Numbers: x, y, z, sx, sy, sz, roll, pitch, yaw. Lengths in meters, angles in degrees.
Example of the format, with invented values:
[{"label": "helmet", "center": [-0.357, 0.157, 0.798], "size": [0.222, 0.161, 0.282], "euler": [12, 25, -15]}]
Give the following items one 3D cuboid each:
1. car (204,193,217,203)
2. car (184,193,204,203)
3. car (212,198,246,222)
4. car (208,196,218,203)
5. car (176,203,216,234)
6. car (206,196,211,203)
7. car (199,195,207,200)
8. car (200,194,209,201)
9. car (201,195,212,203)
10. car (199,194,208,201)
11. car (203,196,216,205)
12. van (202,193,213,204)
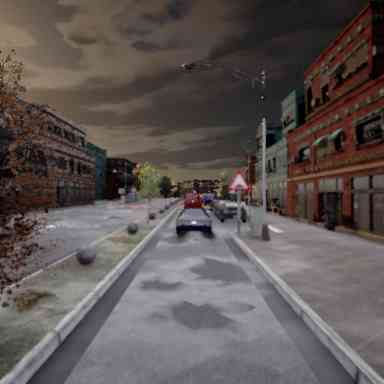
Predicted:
[{"label": "car", "center": [3.001, 1.158, 53.386], "size": [2.435, 2.045, 5.566], "euler": [0, 0, 0]}, {"label": "car", "center": [0.106, 1.116, 42.649], "size": [2.150, 2.045, 5.566], "euler": [0, 3, 0]}, {"label": "car", "center": [2.999, 1.468, 25.741], "size": [2.231, 1.521, 4.892], "euler": [0, 0, 0]}, {"label": "car", "center": [2.999, 1.459, 31.388], "size": [2.231, 1.521, 4.892], "euler": [0, 0, 0]}, {"label": "car", "center": [0.101, 1.558, 19.372], "size": [1.994, 1.385, 4.181], "euler": [0, 0, 0]}, {"label": "car", "center": [3.000, 1.476, 36.946], "size": [2.163, 1.488, 4.792], "euler": [0, 0, 0]}, {"label": "car", "center": [3.004, 1.501, 92.128], "size": [2.002, 1.452, 4.674], "euler": [0, 0, 0]}, {"label": "car", "center": [3.003, 1.299, 80.931], "size": [2.185, 1.767, 4.553], "euler": [0, 0, 0]}, {"label": "car", "center": [3.003, 1.404, 69.914], "size": [2.231, 1.521, 4.892], "euler": [0, 0, 0]}, {"label": "car", "center": [3.004, 1.315, 86.452], "size": [2.185, 1.767, 4.553], "euler": [0, 0, 0]}, {"label": "car", "center": [3.001, 1.442, 58.874], "size": [2.002, 1.452, 4.674], "euler": [0, 0, 0]}, {"label": "van", "center": [3.002, 1.174, 64.517], "size": [1.878, 1.987, 4.442], "euler": [0, 0, 0]}]
